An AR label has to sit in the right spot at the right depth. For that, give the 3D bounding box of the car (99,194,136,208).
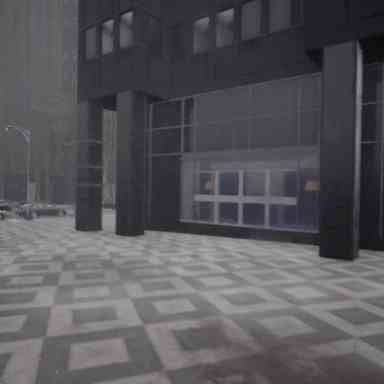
[{"bbox_3d":[-10.847,1.277,48.687,2.192,1.841,5.009,1,1,36],"label":"car"}]

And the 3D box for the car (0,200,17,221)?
[{"bbox_3d":[-16.737,1.617,25.964,1.752,1.417,4.829,1,1,36],"label":"car"}]

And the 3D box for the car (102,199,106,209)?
[{"bbox_3d":[-11.322,1.606,43.474,1.895,1.301,4.718,1,1,36],"label":"car"}]

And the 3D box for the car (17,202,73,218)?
[{"bbox_3d":[-13.611,1.649,30.297,2.008,1.369,4.403,1,1,36],"label":"car"}]

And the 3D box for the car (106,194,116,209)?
[{"bbox_3d":[-7.157,1.428,39.235,2.192,1.841,5.009,1,1,36],"label":"car"}]

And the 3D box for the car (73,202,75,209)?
[{"bbox_3d":[-14.077,1.536,44.219,1.802,1.307,4.206,1,1,36],"label":"car"}]

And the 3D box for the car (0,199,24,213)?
[{"bbox_3d":[-20.528,1.505,35.277,1.947,1.339,4.313,1,1,36],"label":"car"}]
